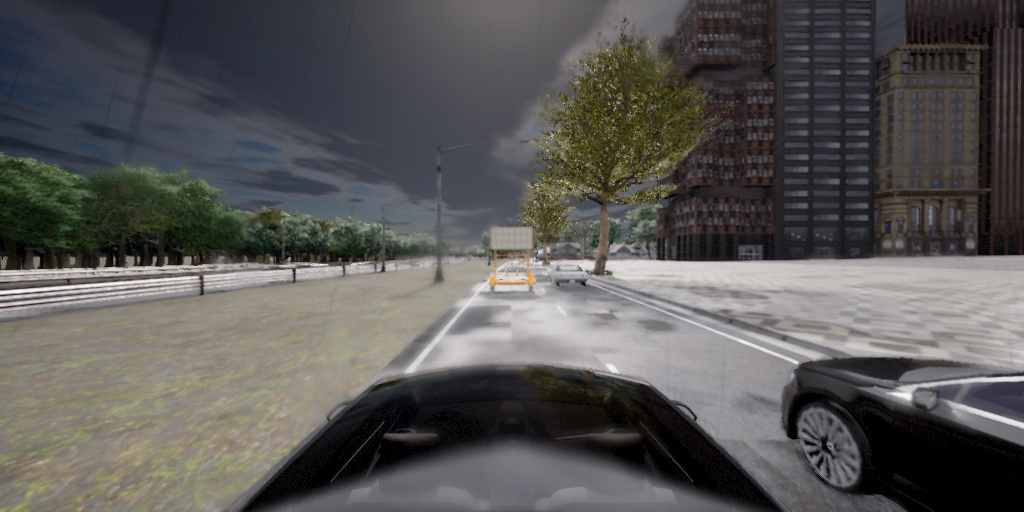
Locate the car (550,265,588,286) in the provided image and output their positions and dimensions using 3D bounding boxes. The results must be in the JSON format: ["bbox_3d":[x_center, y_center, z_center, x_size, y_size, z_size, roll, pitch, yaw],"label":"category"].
[{"bbox_3d":[3.593,1.217,23.522,1.895,1.301,4.718,0,0,0],"label":"car"}]

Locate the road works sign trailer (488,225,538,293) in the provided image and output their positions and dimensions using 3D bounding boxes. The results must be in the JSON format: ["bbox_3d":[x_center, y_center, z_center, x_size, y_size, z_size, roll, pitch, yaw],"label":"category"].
[{"bbox_3d":[-0.005,0.093,19.502,2.380,3.560,2.880,0,0,0],"label":"road works sign trailer"}]

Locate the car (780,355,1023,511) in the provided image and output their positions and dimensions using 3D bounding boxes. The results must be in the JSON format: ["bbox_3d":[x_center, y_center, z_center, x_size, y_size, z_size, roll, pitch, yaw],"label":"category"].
[{"bbox_3d":[3.600,1.243,1.592,2.128,1.511,4.902,0,0,0],"label":"car"}]
